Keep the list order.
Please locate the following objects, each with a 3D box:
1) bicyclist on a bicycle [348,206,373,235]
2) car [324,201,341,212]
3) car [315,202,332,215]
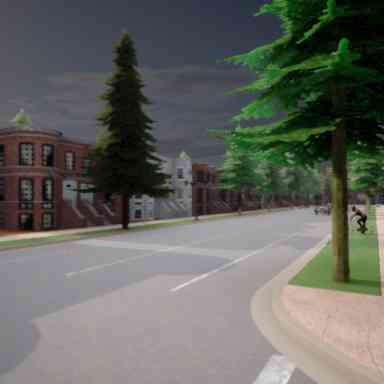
[{"bbox_3d":[9.405,1.651,18.960,1.656,1.620,0.582,-1,-1,29],"label":"bicyclist on a bicycle"},{"bbox_3d":[23.315,2.401,55.199,2.097,1.767,4.553,-1,-1,29],"label":"car"},{"bbox_3d":[18.458,2.482,46.365,1.895,1.301,4.718,-1,-1,29],"label":"car"}]
